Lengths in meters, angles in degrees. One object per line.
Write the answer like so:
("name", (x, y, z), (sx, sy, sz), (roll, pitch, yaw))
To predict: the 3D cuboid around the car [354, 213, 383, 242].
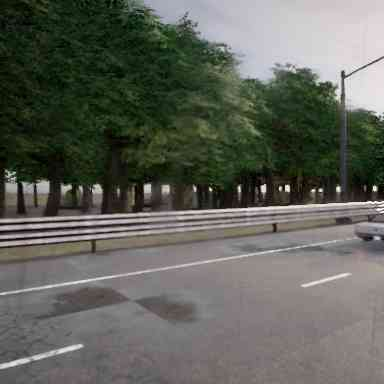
("car", (9.240, 1.539, 14.630), (4.718, 1.301, 1.895), (-1, 0, -35))
